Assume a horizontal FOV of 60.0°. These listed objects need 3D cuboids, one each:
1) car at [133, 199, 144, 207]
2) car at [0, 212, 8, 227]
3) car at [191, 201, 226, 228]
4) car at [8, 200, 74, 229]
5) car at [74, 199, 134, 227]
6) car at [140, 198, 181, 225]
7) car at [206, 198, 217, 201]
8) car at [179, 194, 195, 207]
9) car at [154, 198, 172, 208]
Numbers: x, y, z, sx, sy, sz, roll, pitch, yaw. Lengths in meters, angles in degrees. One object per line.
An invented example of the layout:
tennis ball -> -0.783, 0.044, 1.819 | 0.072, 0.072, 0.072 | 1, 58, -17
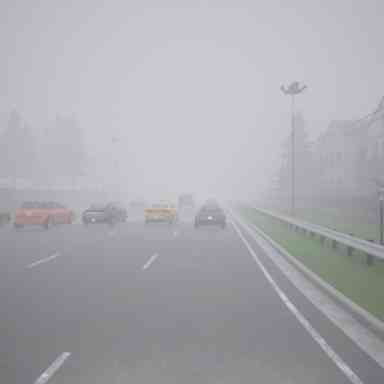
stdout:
car -> -7.737, 1.610, 48.536 | 1.895, 1.301, 4.718 | 0, 0, 4
car -> -12.960, 1.587, 19.823 | 1.895, 1.301, 4.718 | 0, 0, 4
car -> 1.244, 1.577, 22.601 | 1.994, 1.385, 4.181 | 0, 0, 4
car -> -9.347, 1.345, 21.484 | 2.097, 1.767, 4.553 | 0, 0, 4
car -> -5.776, 1.491, 22.499 | 2.128, 1.511, 4.902 | 0, 0, 4
car -> -2.151, 1.485, 24.381 | 1.882, 1.535, 5.008 | 0, 0, 4
car -> 2.651, 1.574, 44.875 | 2.033, 1.411, 5.357 | 0, 0, 4
car -> -0.783, 1.244, 47.599 | 2.150, 2.045, 5.566 | 0, 0, 4
car -> -4.236, 1.579, 48.418 | 1.994, 1.385, 4.181 | 0, 0, 4
